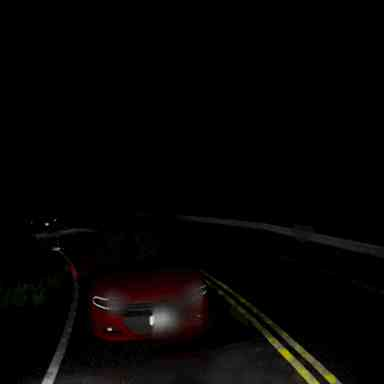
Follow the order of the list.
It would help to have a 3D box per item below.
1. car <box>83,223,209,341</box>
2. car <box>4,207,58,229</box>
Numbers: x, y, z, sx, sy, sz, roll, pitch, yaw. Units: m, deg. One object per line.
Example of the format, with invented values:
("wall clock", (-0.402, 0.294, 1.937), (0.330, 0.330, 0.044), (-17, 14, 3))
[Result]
("car", (-1.195, 1.485, 6.932), (1.882, 1.535, 5.008), (-1, 0, -17))
("car", (-10.356, 1.723, 21.241), (4.892, 1.490, 1.837), (-2, 3, 42))
